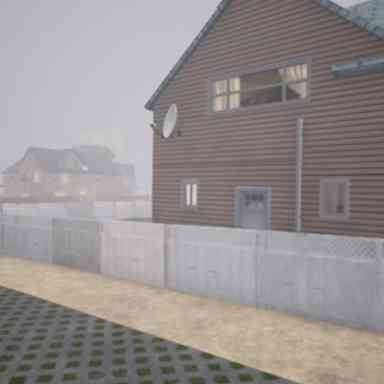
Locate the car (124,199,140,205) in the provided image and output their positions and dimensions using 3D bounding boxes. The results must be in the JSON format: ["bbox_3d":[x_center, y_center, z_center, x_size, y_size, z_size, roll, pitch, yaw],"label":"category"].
[{"bbox_3d":[-7.839,1.671,42.635,2.033,1.411,5.357,1,1,34],"label":"car"}]
